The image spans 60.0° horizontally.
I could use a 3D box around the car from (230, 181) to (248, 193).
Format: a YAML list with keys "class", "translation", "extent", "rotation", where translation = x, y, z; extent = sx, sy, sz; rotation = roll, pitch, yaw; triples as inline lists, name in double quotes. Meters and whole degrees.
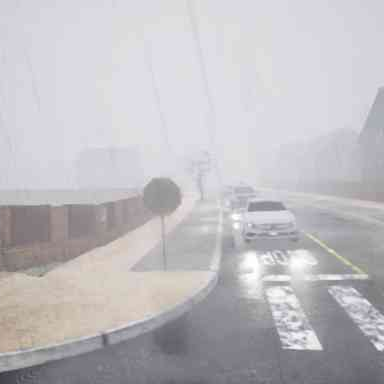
- class: "car"
  translation: [7.462, -0.844, 52.901]
  extent: [2.097, 1.767, 4.553]
  rotation: [-3, 2, -1]

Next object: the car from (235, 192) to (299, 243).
- class: "car"
  translation: [2.813, 0.949, 12.902]
  extent: [1.812, 1.442, 4.674]
  rotation: [-3, 2, 6]

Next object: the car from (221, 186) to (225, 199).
- class: "car"
  translation: [4.525, -0.070, 39.072]
  extent: [1.837, 1.490, 4.892]
  rotation: [-3, 2, 2]

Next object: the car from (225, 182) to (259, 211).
- class: "car"
  translation: [3.770, 0.331, 24.315]
  extent: [2.097, 1.767, 4.553]
  rotation: [-3, 2, 4]
